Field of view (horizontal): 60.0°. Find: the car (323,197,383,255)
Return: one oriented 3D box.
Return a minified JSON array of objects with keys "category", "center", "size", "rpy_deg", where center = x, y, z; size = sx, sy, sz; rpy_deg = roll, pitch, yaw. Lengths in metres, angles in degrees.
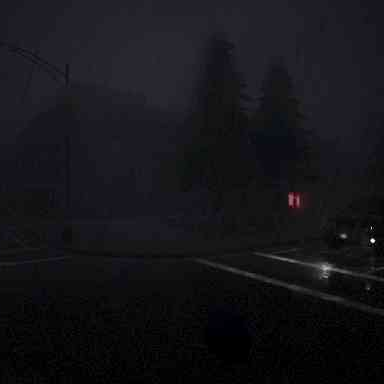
[{"category":"car","center":[7.729,1.248,13.728],"size":[5.566,2.045,2.150],"rpy_deg":[0,0,-37]}]
